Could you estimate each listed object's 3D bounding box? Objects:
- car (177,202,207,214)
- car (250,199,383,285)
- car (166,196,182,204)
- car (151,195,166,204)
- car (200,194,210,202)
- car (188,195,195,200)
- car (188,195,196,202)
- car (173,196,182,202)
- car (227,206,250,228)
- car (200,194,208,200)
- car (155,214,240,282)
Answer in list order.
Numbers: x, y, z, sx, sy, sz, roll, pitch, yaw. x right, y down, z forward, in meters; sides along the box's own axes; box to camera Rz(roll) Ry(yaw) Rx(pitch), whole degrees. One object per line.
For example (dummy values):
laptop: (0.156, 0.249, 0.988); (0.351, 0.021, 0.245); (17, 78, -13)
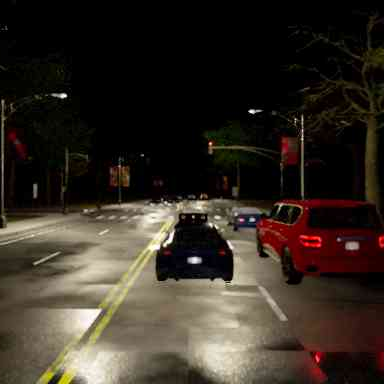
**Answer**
car: (0.065, 1.582, 22.801); (1.895, 1.301, 4.718); (0, 0, 0)
car: (3.337, 1.214, 9.606); (2.150, 2.045, 5.566); (0, 0, 0)
car: (-3.360, 1.471, 63.321); (1.837, 1.490, 4.892); (0, 0, 0)
car: (-6.610, 1.469, 63.318); (1.837, 1.490, 4.892); (0, 0, 0)
car: (3.158, 1.526, 78.039); (1.994, 1.385, 4.181); (0, 0, 0)
car: (-0.104, 1.409, 88.034); (1.994, 1.385, 4.181); (0, 0, 0)
car: (-0.092, 1.568, 78.065); (1.895, 1.301, 4.718); (0, 0, 0)
car: (-3.343, 1.550, 78.648); (1.895, 1.301, 4.718); (0, 0, 0)
car: (3.225, 1.532, 20.281); (2.033, 1.411, 5.357); (0, 0, 0)
car: (3.146, 1.336, 88.038); (1.882, 1.535, 5.008); (0, 0, 0)
car: (0.079, 1.555, 9.748); (1.994, 1.385, 4.181); (0, 0, 0)
